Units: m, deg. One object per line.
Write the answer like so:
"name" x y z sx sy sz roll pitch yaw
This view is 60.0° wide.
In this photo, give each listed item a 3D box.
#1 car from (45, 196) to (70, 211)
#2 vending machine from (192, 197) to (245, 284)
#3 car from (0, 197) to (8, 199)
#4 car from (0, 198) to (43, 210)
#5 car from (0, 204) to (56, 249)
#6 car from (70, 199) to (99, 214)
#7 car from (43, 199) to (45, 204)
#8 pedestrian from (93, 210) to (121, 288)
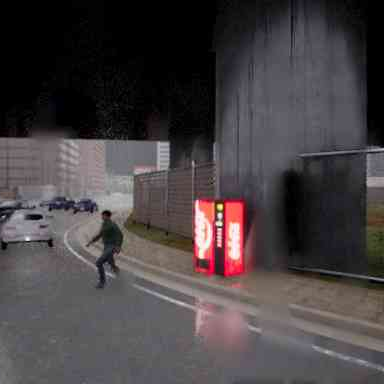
"car" -15.039 1.264 38.750 2.097 1.767 4.553 0 0 -8
"vending machine" 0.710 1.185 8.802 1.100 2.100 0.880 0 0 -42
"car" -22.374 1.371 39.337 1.882 1.535 5.008 0 0 -7
"car" -13.126 1.441 25.039 1.837 1.490 4.892 0 0 -9
"car" -7.086 1.489 14.522 1.812 1.442 4.674 0 0 -24
"car" -10.959 1.452 34.561 1.812 1.442 4.674 0 0 -8
"car" -19.729 1.415 46.389 1.812 1.442 4.674 0 0 -7
"pedestrian" -1.919 1.279 7.533 0.375 1.860 0.375 0 0 -40
